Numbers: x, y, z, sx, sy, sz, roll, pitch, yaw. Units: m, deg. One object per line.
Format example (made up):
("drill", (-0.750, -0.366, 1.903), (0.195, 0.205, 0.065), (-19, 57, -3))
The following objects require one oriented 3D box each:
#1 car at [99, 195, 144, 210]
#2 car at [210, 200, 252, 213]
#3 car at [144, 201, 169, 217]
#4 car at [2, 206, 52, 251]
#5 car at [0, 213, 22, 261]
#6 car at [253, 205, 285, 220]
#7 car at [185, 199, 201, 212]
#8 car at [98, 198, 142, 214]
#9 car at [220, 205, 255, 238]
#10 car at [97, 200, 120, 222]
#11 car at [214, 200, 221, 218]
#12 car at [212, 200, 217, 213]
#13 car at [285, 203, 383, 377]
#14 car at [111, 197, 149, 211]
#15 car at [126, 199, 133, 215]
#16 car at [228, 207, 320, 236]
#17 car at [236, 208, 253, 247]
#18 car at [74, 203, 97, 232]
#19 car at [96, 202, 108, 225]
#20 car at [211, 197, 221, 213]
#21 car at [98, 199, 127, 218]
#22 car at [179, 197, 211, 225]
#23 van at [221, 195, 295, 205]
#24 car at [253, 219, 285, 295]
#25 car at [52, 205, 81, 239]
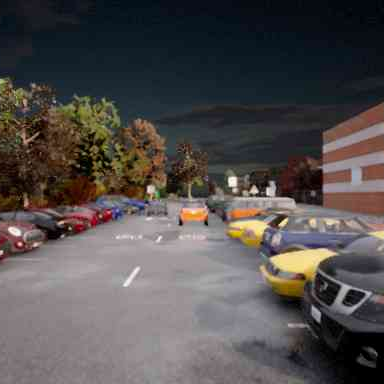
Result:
("car", (-8.123, 1.393, 38.069), (5.566, 2.045, 2.435), (0, 0, 0))
("car", (4.425, 1.685, 38.278), (4.674, 1.452, 2.002), (0, 0, 0))
("car", (-3.339, 1.652, 33.368), (1.837, 1.490, 4.892), (0, 0, 0))
("car", (-8.181, 1.411, 12.655), (4.553, 1.767, 2.185), (0, 0, 0))
("car", (-8.156, 1.524, 9.831), (5.008, 1.535, 2.097), (0, 0, 0))
("car", (4.386, 1.400, 10.020), (4.553, 1.767, 2.185), (0, 0, 0))
("car", (0.105, 1.701, 41.776), (1.812, 1.442, 4.674), (0, 0, 0))
("car", (-8.157, 1.636, 35.368), (4.892, 1.521, 2.231), (0, 0, 0))
("car", (4.233, 1.547, 15.671), (5.366, 1.575, 1.946), (0, 0, 0))
("car", (-8.144, 1.588, 24.074), (5.008, 1.535, 2.097), (0, 0, 0))
("car", (4.418, 1.641, 26.974), (4.674, 1.452, 2.002), (0, 0, 0))
("car", (4.423, 1.653, 29.799), (4.674, 1.452, 2.002), (0, 0, 0))
("car", (4.388, 1.249, 4.369), (5.566, 2.045, 2.435), (0, 0, 0))
("car", (-8.087, 1.528, 43.848), (4.553, 1.767, 2.185), (0, -1, 0))
("car", (-8.144, 1.614, 29.721), (4.892, 1.521, 2.231), (0, 0, 0))
("car", (4.421, 1.603, 18.496), (4.674, 1.452, 2.002), (0, 0, 0))
("car", (4.603, 1.535, 12.845), (5.366, 1.575, 1.946), (0, 0, 0))
("car", (-8.154, 1.562, 18.302), (5.008, 1.535, 2.097), (0, 0, 0))
("car", (-8.178, 1.605, 21.249), (4.792, 1.488, 2.163), (0, 0, 0))
("car", (4.427, 1.635, 35.450), (5.008, 1.535, 2.097), (0, 0, 0))
("car", (-8.143, 1.600, 26.897), (5.008, 1.535, 2.097), (0, 0, 0))
("car", (0.104, 1.465, 25.395), (2.097, 1.767, 4.553), (0, 0, 0))
("van", (4.303, 1.350, 21.323), (4.442, 1.987, 1.878), (0, 0, 0))
("car", (4.232, 1.510, 7.194), (5.366, 1.575, 1.946), (0, 0, 0))
("car", (-8.145, 1.549, 15.478), (5.008, 1.535, 2.097), (0, 0, 0))
